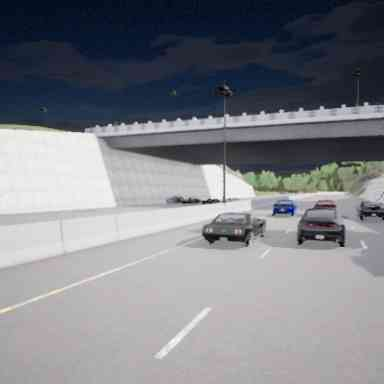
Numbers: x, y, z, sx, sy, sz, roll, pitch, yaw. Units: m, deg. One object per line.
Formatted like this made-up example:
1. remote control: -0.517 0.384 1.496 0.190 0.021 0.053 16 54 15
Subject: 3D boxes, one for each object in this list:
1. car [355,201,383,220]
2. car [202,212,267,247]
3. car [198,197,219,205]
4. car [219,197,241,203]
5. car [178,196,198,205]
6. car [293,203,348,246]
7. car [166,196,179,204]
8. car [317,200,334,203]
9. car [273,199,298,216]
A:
1. car: 14.856 1.484 27.651 1.837 1.490 4.892 0 0 23
2. car: 2.129 1.576 15.177 1.895 1.301 4.718 0 0 23
3. car: 3.209 1.505 54.875 1.895 1.301 4.718 0 0 23
4. car: 6.441 1.514 53.539 1.895 1.301 4.718 0 0 23
5. car: -0.016 1.496 56.219 1.895 1.301 4.718 0 0 23
6. car: 5.955 1.489 15.246 1.837 1.490 4.892 0 0 23
7. car: -2.846 1.376 58.516 2.128 1.511 4.902 0 0 23
8. car: 12.199 1.446 30.374 1.882 1.535 5.008 0 0 23
9. car: 8.968 1.436 31.718 1.882 1.535 5.008 0 0 23
